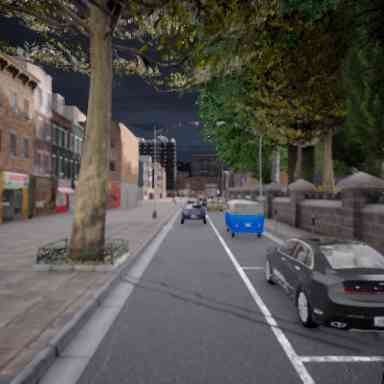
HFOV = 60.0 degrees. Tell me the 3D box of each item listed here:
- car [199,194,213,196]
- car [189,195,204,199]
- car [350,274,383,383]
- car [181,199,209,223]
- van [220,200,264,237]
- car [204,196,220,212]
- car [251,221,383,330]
[{"bbox_3d":[2.701,1.393,55.821,2.192,1.841,5.009,1,0,0],"label":"car"},{"bbox_3d":[0.138,1.536,41.959,2.128,1.511,4.902,0,0,0],"label":"car"},{"bbox_3d":[2.649,1.566,1.327,1.947,1.339,4.313,1,0,0],"label":"car"},{"bbox_3d":[0.125,1.543,25.437,1.812,1.442,4.674,0,0,0],"label":"car"},{"bbox_3d":[2.667,1.351,17.675,1.690,1.788,3.998,1,0,0],"label":"van"},{"bbox_3d":[2.684,1.565,39.643,1.752,1.417,4.829,1,0,0],"label":"car"},{"bbox_3d":[2.654,1.553,6.776,2.008,1.369,4.403,1,0,0],"label":"car"}]
